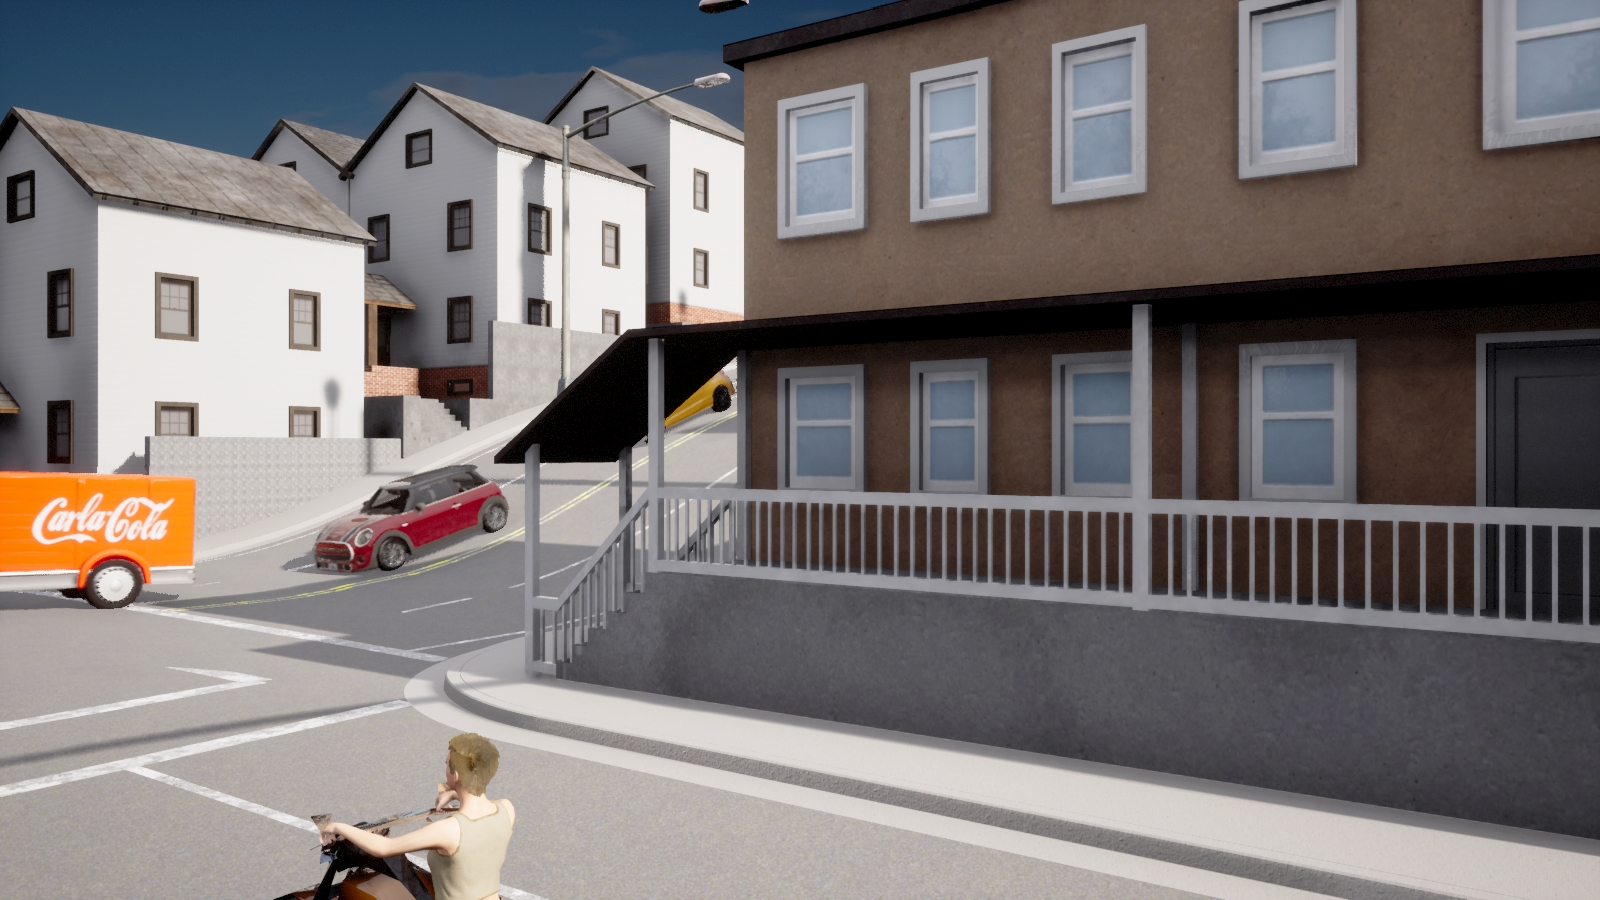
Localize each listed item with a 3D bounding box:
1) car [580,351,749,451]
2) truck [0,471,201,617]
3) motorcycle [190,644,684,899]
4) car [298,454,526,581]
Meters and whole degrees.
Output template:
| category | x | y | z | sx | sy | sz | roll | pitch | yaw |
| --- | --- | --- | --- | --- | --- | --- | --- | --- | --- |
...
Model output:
| category | x | y | z | sx | sy | sz | roll | pitch | yaw |
| --- | --- | --- | --- | --- | --- | --- | --- | --- | --- |
| car | -3.999 | -1.540 | 34.657 | 2.152 | 1.651 | 5.027 | 0 | 18 | 34 |
| truck | -14.162 | 1.626 | 20.729 | 2.627 | 2.467 | 5.204 | 0 | -2 | 45 |
| motorcycle | -1.647 | 1.905 | 4.943 | 2.356 | 1.802 | 0.764 | 0 | 0 | 35 |
| car | -9.056 | 1.470 | 27.072 | 2.097 | 1.767 | 4.553 | 0 | 13 | 34 |
